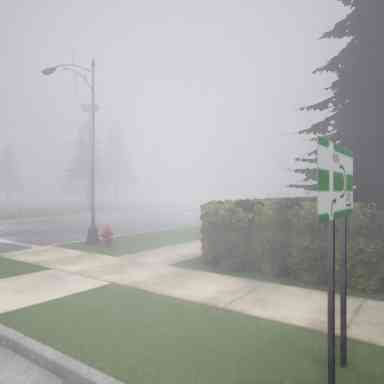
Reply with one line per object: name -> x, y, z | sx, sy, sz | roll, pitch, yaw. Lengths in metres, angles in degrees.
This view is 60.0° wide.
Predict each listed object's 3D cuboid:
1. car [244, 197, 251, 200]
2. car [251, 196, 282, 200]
car -> 10.548, 1.547, 57.644 | 2.033, 1.411, 5.357 | 0, 0, 38
car -> 10.183, 1.526, 45.271 | 1.812, 1.442, 4.674 | 0, 0, 36
